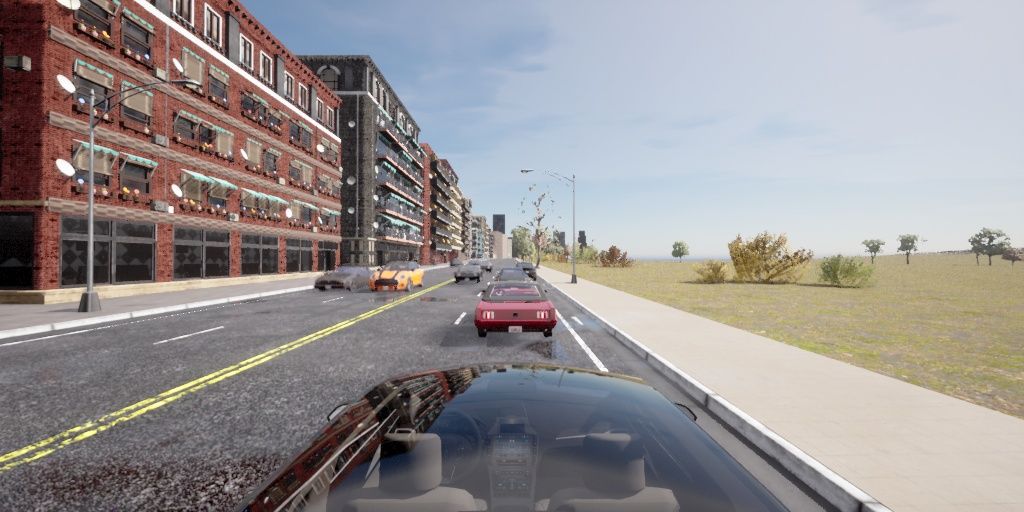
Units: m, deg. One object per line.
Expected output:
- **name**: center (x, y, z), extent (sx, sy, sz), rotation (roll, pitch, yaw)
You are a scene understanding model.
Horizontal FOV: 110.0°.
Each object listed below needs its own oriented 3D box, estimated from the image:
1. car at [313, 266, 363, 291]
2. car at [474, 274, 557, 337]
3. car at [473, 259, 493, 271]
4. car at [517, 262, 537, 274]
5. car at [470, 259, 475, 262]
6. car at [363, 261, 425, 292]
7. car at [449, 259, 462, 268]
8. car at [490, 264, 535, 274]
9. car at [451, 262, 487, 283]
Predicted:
- **car**: center (-9.914, 1.305, 21.993), extent (2.033, 1.411, 5.357), rotation (0, 0, 0)
- **car**: center (0.074, 1.354, 10.241), extent (1.895, 1.301, 4.718), rotation (0, 0, 0)
- **car**: center (-3.283, 1.364, 43.710), extent (1.895, 1.301, 4.718), rotation (0, 0, 0)
- **car**: center (1.046, 1.266, 30.266), extent (1.837, 1.490, 4.892), rotation (0, 0, 0)
- **car**: center (-6.753, 1.314, 63.484), extent (2.033, 1.411, 5.357), rotation (0, 0, 0)
- **car**: center (-6.663, 1.110, 21.151), extent (2.097, 1.767, 4.553), rotation (0, 0, 0)
- **car**: center (-10.003, 1.271, 64.039), extent (1.837, 1.490, 4.892), rotation (0, 0, 0)
- **car**: center (0.033, 1.321, 20.272), extent (1.994, 1.385, 4.181), rotation (0, 0, 0)
- **car**: center (-3.234, 1.361, 27.929), extent (1.895, 1.301, 4.718), rotation (0, 0, 0)
